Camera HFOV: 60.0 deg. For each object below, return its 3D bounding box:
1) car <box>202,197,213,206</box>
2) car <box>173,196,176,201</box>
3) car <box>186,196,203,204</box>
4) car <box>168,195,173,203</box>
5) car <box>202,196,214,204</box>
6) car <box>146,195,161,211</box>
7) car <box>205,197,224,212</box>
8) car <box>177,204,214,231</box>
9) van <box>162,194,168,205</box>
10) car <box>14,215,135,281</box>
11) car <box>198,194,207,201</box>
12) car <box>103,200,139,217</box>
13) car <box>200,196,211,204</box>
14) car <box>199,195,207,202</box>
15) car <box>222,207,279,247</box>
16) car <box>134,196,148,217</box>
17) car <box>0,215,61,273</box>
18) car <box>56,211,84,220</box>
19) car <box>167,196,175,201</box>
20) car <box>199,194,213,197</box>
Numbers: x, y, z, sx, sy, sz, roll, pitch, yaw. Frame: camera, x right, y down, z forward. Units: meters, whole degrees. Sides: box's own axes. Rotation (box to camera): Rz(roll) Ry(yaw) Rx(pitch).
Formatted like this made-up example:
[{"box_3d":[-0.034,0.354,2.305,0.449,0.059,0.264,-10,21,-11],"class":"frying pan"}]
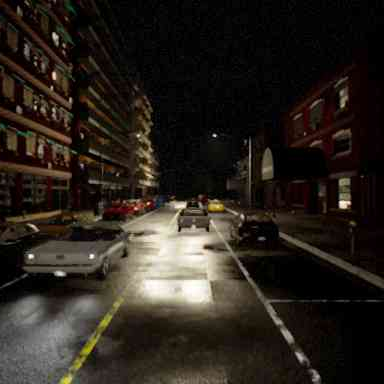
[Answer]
[{"box_3d":[2.681,1.628,59.479,1.752,1.417,4.829,0,0,0],"class":"car"},{"box_3d":[-5.704,1.749,87.005,1.947,1.339,4.313,0,0,0],"class":"car"},{"box_3d":[0.092,1.616,45.362,2.033,1.411,5.357,0,0,0],"class":"car"},{"box_3d":[-5.701,1.448,70.387,2.192,1.841,5.009,0,0,0],"class":"car"},{"box_3d":[2.684,1.614,42.691,2.008,1.369,4.403,0,0,0],"class":"car"},{"box_3d":[-5.695,1.379,42.690,2.192,1.841,5.009,0,0,0],"class":"car"},{"box_3d":[2.686,1.578,37.322,1.752,1.417,4.829,0,0,0],"class":"car"},{"box_3d":[0.096,1.626,20.558,1.895,1.301,4.718,0,0,0],"class":"car"},{"box_3d":[-5.699,1.443,59.308,1.690,1.788,3.998,0,0,0],"class":"van"},{"box_3d":[-3.098,1.612,10.024,1.895,1.301,4.718,0,0,0],"class":"car"},{"box_3d":[2.677,1.497,87.008,2.192,1.841,5.009,0,0,0],"class":"car"},{"box_3d":[-5.693,1.579,26.072,1.887,1.381,4.507,0,0,0],"class":"car"},{"box_3d":[2.681,1.557,64.849,1.967,1.590,4.097,0,0,0],"class":"car"},{"box_3d":[2.678,1.606,81.467,1.967,1.590,4.097,0,0,0],"class":"car"},{"box_3d":[2.690,1.568,14.995,2.008,1.369,4.403,0,0,0],"class":"car"},{"box_3d":[-5.693,1.483,31.611,1.967,1.590,4.097,0,0,0],"class":"car"},{"box_3d":[-5.690,1.561,9.454,2.008,1.369,4.403,0,0,0],"class":"car"},{"box_3d":[-5.690,1.543,14.823,1.752,1.417,4.829,0,0,0],"class":"car"},{"box_3d":[-5.705,1.752,92.543,2.008,1.369,4.403,0,0,0],"class":"car"},{"box_3d":[2.683,1.403,53.770,2.192,1.841,5.009,0,0,0],"class":"car"}]
